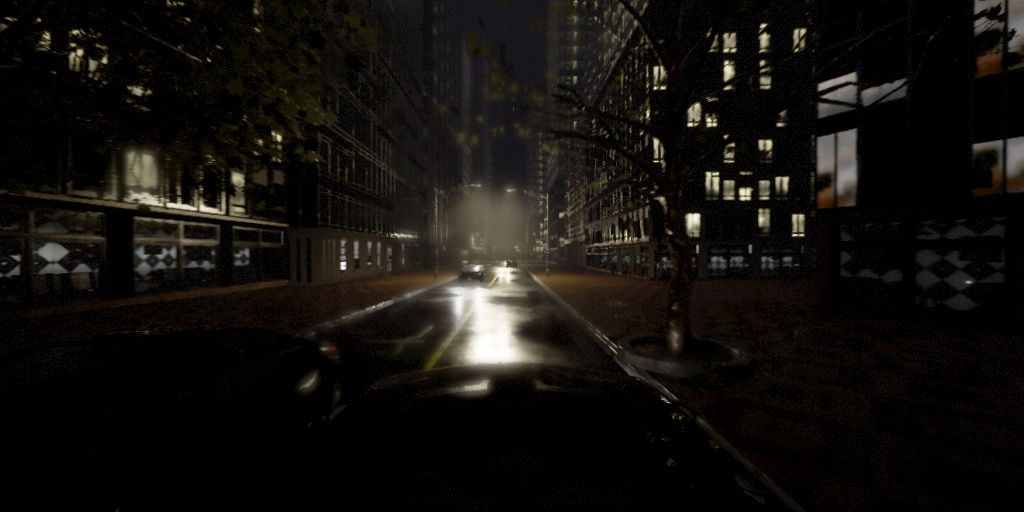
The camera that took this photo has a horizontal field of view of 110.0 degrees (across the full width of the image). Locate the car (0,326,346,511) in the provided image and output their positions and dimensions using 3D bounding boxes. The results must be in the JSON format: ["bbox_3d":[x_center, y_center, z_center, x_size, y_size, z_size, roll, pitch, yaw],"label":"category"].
[{"bbox_3d":[-3.087,1.314,2.818,1.994,1.385,4.181,0,0,0],"label":"car"}]

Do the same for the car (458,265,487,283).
[{"bbox_3d":[-3.006,1.361,27.844,1.895,1.301,4.718,0,0,0],"label":"car"}]

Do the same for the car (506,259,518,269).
[{"bbox_3d":[-0.011,1.286,59.298,2.128,1.511,4.902,0,0,0],"label":"car"}]
